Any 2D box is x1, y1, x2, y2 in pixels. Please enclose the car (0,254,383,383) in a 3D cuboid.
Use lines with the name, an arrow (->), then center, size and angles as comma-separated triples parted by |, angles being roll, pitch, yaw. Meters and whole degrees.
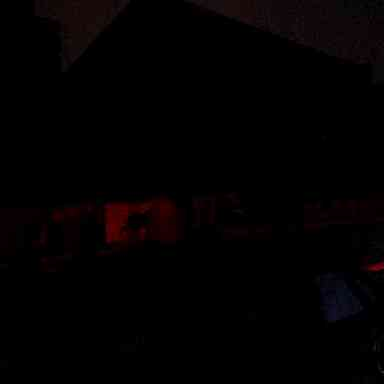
car -> 0.744, 1.538, 3.913 | 5.357, 1.411, 2.033 | 0, 0, -35
